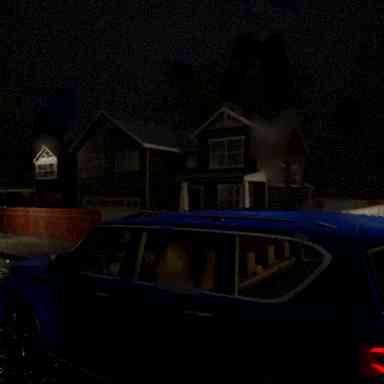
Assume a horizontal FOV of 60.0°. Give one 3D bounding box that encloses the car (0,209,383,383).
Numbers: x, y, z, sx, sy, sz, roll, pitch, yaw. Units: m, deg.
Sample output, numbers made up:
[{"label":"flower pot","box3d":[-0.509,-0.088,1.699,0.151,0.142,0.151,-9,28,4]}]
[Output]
[{"label":"car","box3d":[-0.191,1.242,4.130,5.566,2.045,2.150,-1,0,35]}]
